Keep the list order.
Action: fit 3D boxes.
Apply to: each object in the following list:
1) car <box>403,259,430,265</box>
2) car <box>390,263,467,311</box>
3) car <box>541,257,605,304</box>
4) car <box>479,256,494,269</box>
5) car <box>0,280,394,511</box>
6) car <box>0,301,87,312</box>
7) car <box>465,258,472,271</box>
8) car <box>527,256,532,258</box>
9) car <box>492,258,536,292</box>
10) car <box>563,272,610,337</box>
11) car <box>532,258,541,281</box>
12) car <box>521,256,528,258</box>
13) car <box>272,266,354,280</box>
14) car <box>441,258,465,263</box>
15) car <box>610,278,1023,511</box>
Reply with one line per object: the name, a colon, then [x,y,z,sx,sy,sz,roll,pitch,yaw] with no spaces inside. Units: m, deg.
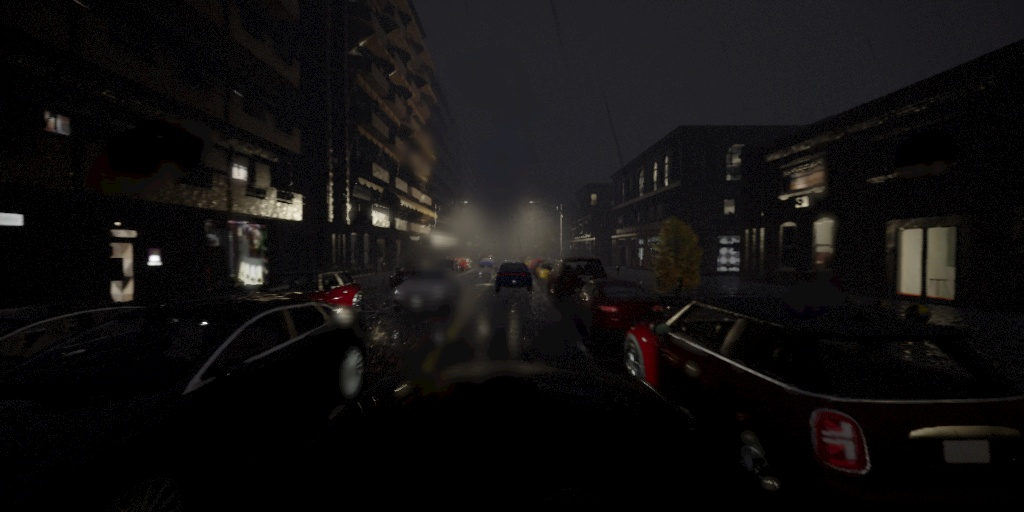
car: [-5.709,1.006,21.130,1.967,1.591,4.097,0,0,0]
car: [-3.055,1.160,13.859,1.812,1.442,4.674,0,1,1]
car: [2.681,0.934,15.430,2.192,1.841,5.009,0,0,0]
car: [-3.098,0.940,45.238,1.895,1.301,4.718,0,1,0]
car: [-3.092,1.225,3.572,2.128,1.511,4.902,0,1,0]
car: [-5.713,1.278,4.099,2.007,1.370,4.403,0,0,0]
car: [-5.714,0.950,38.161,1.888,1.381,4.507,0,0,0]
car: [2.667,0.987,38.138,1.802,1.307,4.207,0,0,0]
car: [0.091,1.054,19.939,1.882,1.535,5.008,0,1,0]
car: [2.685,1.255,9.753,1.802,1.307,4.207,0,0,0]
car: [2.674,1.037,26.954,1.751,1.417,4.829,0,0,0]
car: [2.656,0.772,55.340,1.751,1.417,4.829,0,0,0]
car: [-5.680,1.114,9.775,1.967,1.591,4.097,0,0,0]
car: [-5.710,1.024,32.484,1.948,1.339,4.313,0,0,0]
car: [2.710,1.167,4.077,1.967,1.591,4.097,0,0,0]
